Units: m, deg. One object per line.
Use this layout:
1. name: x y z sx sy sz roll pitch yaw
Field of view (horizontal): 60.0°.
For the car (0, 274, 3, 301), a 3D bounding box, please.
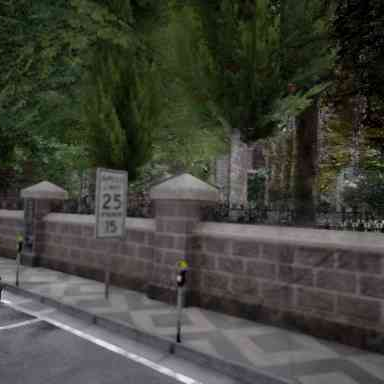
1. car: -5.666 1.830 7.282 4.206 1.307 1.802 -1 -4 38
